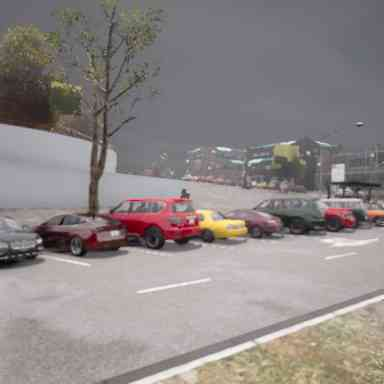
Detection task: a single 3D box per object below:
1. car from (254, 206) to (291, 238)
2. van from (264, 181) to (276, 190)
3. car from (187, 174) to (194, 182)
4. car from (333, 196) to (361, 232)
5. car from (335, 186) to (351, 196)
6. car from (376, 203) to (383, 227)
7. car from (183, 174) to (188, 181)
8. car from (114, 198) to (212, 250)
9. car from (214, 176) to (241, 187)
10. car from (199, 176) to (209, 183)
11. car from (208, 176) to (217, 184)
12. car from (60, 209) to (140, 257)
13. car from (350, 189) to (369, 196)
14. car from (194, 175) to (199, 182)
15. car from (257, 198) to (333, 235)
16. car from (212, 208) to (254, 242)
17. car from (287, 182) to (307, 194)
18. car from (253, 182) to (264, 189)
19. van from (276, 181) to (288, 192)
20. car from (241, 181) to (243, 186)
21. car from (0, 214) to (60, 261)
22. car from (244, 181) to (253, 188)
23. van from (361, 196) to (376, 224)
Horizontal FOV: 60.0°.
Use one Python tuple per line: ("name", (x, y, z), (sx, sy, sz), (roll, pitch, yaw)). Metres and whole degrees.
("car", (2.704, 1.663, 18.406), (4.674, 1.452, 2.002), (-1, -1, 35))
("van", (17.164, -1.281, 68.476), (1.878, 1.987, 4.442), (8, 3, 35))
("car", (1.574, -3.601, 90.722), (2.185, 1.767, 4.553), (4, 0, 34))
("car", (7.650, 1.436, 21.865), (5.566, 2.045, 2.435), (-1, -2, 35))
("car", (25.841, 0.057, 56.241), (2.435, 2.045, 5.566), (7, 3, 35))
("car", (12.599, 1.627, 25.279), (4.553, 1.767, 2.185), (-1, -1, 35))
("car", (-0.193, -3.879, 93.073), (2.435, 2.045, 5.566), (1, -2, 34))
("car", (-2.223, 1.308, 14.957), (5.566, 2.045, 2.435), (-1, -1, 35))
("car", (7.151, -1.769, 67.308), (1.994, 1.385, 4.181), (3, 4, -35))
("car", (5.090, -3.215, 85.781), (2.435, 2.045, 5.566), (7, 3, 34))
("car", (6.935, -2.690, 83.517), (1.946, 1.575, 5.366), (7, 3, 34))
("car", (-4.672, 1.557, 13.213), (4.792, 1.488, 2.163), (-1, -1, 35))
("car", (27.526, 0.619, 53.764), (2.002, 1.452, 4.674), (7, 3, 35))
("car", (3.300, -3.367, 88.249), (2.185, 1.767, 4.553), (6, 2, 34))
("car", (5.135, 1.404, 20.162), (5.566, 2.045, 2.435), (-1, -1, 35))
("car", (0.096, 1.590, 16.781), (5.366, 1.575, 1.946), (-1, -1, 35))
("car", (20.642, -0.509, 63.635), (2.231, 1.521, 4.892), (7, 3, 35))
("car", (15.592, -1.326, 71.208), (1.946, 1.575, 5.366), (7, 3, 35))
("van", (18.888, -1.008, 66.001), (1.878, 1.987, 4.442), (8, 3, 35))
("car", (12.027, -1.833, 75.997), (2.002, 1.452, 4.674), (7, 3, 35))
("car", (-7.093, 1.499, 11.469), (4.892, 1.521, 2.231), (-1, -1, 35))
("car", (13.765, -1.559, 73.532), (2.002, 1.452, 4.674), (7, 3, 35))
("van", (10.190, 1.494, 23.532), (4.442, 1.987, 1.878), (-1, -2, 35))
